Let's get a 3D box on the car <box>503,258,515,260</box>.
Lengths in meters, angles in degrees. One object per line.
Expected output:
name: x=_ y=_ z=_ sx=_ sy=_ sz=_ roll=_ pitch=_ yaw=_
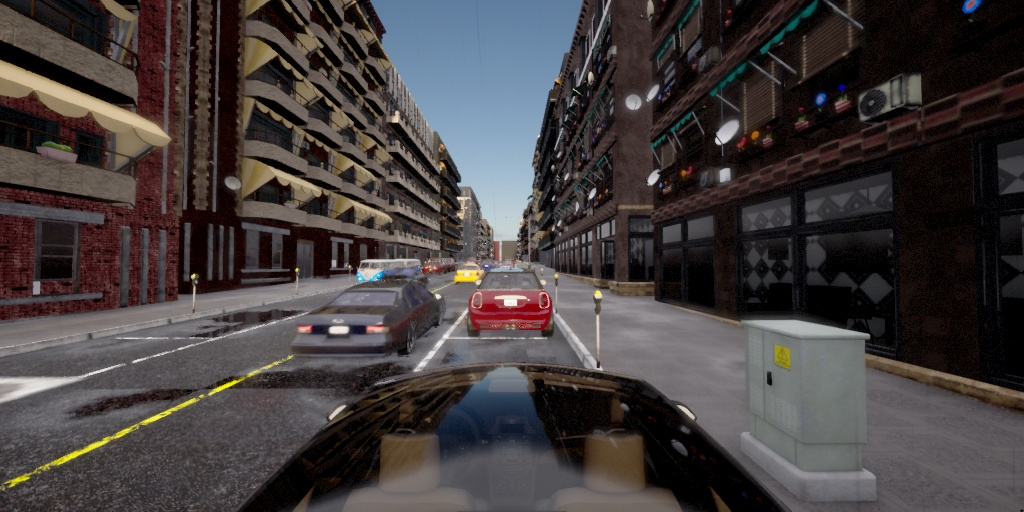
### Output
car: x=-0.445 y=1.240 z=39.134 sx=1.967 sy=1.591 sz=4.097 roll=0 pitch=0 yaw=0

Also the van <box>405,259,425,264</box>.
van: x=-8.335 y=1.118 z=28.134 sx=1.690 sy=1.789 sz=3.998 roll=0 pitch=0 yaw=0

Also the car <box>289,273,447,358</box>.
car: x=-2.921 y=1.301 z=8.566 sx=2.033 sy=1.411 sz=5.357 roll=0 pitch=0 yaw=0

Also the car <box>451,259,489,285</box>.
car: x=-3.020 y=1.230 z=26.600 sx=1.801 sy=1.575 sz=5.366 roll=0 pitch=0 yaw=0

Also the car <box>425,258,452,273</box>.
car: x=-8.335 y=1.115 z=39.194 sx=2.192 sy=1.841 sz=5.009 roll=0 pitch=0 yaw=0

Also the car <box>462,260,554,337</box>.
car: x=-0.033 y=1.108 z=10.473 sx=2.097 sy=1.767 sz=4.553 roll=0 pitch=0 yaw=0

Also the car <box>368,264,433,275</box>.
car: x=-5.869 y=1.327 z=19.447 sx=1.994 sy=1.385 sz=4.181 roll=0 pitch=0 yaw=0

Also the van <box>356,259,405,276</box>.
van: x=-8.335 y=1.108 z=22.603 sx=1.690 sy=1.789 sz=3.998 roll=0 pitch=0 yaw=0

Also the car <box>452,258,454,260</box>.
car: x=-8.335 y=1.128 z=44.724 sx=2.192 sy=1.841 sz=5.009 roll=0 pitch=0 yaw=0
